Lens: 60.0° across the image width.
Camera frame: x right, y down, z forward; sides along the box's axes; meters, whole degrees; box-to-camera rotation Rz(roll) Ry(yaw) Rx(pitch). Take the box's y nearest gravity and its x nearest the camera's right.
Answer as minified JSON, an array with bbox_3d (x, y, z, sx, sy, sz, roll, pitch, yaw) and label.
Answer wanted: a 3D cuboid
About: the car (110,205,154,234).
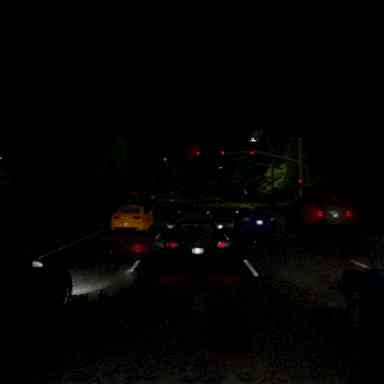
[{"bbox_3d":[-3.401,1.504,19.575,1.882,1.535,5.008,0,0,0],"label":"car"}]

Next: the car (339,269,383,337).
[{"bbox_3d":[3.600,1.606,3.932,1.895,1.301,4.718,0,0,0],"label":"car"}]

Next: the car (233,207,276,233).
[{"bbox_3d":[3.599,1.590,19.675,1.994,1.385,4.181,0,0,0],"label":"car"}]

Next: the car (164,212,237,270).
[{"bbox_3d":[0.114,1.579,11.106,1.994,1.385,4.181,0,0,-1],"label":"car"}]

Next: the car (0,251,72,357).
[{"bbox_3d":[-3.398,1.571,5.063,1.994,1.385,4.181,0,0,0],"label":"car"}]

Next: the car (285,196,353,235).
[{"bbox_3d":[7.100,1.248,19.142,2.150,2.045,5.566,0,0,0],"label":"car"}]

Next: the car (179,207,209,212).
[{"bbox_3d":[0.100,1.590,19.509,1.994,1.385,4.181,0,0,0],"label":"car"}]
